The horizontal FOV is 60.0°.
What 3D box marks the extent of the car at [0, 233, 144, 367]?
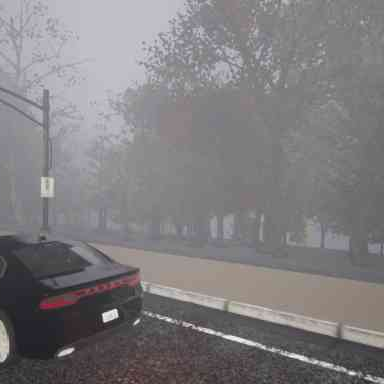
[{"bbox_3d":[-3.063,1.477,5.864,5.008,1.535,1.882,0,0,37],"label":"car"}]
